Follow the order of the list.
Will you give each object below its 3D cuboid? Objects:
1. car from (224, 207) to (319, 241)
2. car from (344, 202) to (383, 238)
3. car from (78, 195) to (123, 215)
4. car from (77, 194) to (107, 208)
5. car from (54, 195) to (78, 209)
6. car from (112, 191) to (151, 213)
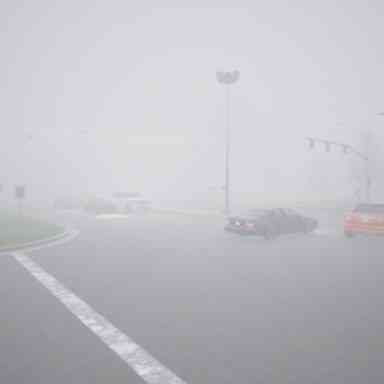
[{"bbox_3d":[3.956,1.426,16.100,5.357,1.411,2.033,0,1,-38],"label":"car"},{"bbox_3d":[9.228,1.255,15.819,4.553,1.767,2.097,0,1,-38],"label":"car"},{"bbox_3d":[-8.414,1.271,30.330,1.994,1.385,4.181,0,1,-38],"label":"car"},{"bbox_3d":[-12.409,1.077,41.135,1.882,1.535,5.008,0,1,-38],"label":"car"},{"bbox_3d":[-14.189,1.126,37.716,1.837,1.490,4.892,0,1,-38],"label":"car"},{"bbox_3d":[-6.262,0.913,33.249,2.150,2.045,5.566,0,1,-39],"label":"car"}]
